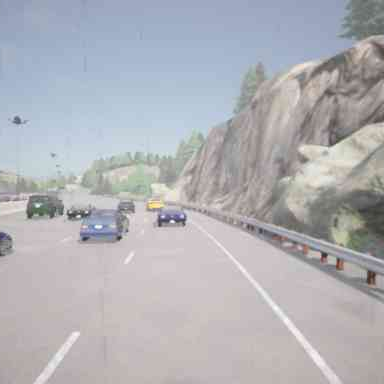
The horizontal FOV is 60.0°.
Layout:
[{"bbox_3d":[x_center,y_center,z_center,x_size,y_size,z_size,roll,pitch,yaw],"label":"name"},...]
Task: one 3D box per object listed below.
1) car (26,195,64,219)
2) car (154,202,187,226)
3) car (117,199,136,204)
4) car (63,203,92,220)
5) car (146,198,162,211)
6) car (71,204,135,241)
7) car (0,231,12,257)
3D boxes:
[{"bbox_3d":[-13.081,1.259,29.919,2.150,2.045,5.566,0,0,-10],"label":"car"},{"bbox_3d":[-1.519,1.612,23.473,1.895,1.301,4.718,0,0,-7],"label":"car"},{"bbox_3d":[-7.380,1.519,37.380,2.128,1.511,4.902,0,0,-11],"label":"car"},{"bbox_3d":[-9.308,1.630,28.516,1.895,1.301,4.718,0,0,-9],"label":"car"},{"bbox_3d":[-4.682,1.501,41.456,1.882,1.535,5.008,0,0,-12],"label":"car"},{"bbox_3d":[-4.294,1.562,16.942,2.033,1.411,5.357,0,0,-5],"label":"car"},{"bbox_3d":[-7.309,1.545,10.021,1.812,1.442,4.674,0,0,-3],"label":"car"}]
